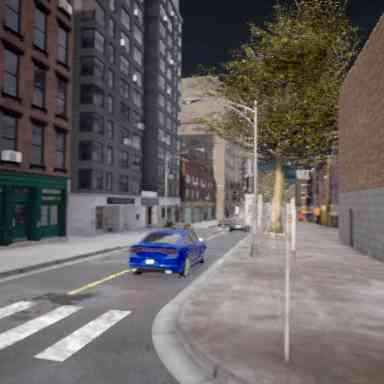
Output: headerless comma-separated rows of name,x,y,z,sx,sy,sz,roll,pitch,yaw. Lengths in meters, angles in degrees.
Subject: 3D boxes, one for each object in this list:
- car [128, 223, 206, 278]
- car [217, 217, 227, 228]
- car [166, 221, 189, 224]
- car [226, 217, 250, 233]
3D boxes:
car,-0.731,2.186,12.833,1.882,1.535,5.008,0,-3,14
car,4.873,4.333,47.506,2.033,1.411,5.357,0,-3,14
car,-1.095,2.831,23.684,1.837,1.490,4.892,0,-3,14
car,5.395,3.813,37.699,1.994,1.385,4.181,0,-3,14
